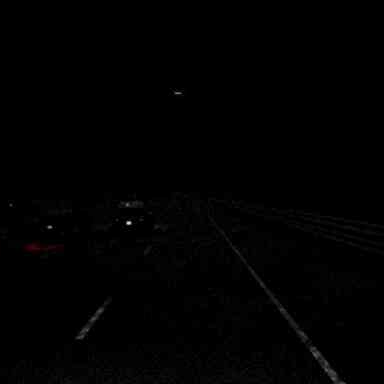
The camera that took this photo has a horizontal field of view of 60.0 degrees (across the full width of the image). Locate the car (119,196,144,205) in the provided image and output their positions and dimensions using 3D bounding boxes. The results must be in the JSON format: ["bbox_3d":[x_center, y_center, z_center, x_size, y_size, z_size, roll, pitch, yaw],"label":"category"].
[{"bbox_3d":[-6.938,1.457,38.482,2.150,2.045,5.566,0,0,0],"label":"car"}]

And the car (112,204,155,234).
[{"bbox_3d":[-3.419,1.670,19.986,1.994,1.385,4.181,0,0,0],"label":"car"}]

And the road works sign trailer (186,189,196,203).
[{"bbox_3d":[-0.083,1.023,83.730,2.380,3.560,2.880,0,0,0],"label":"road works sign trailer"}]

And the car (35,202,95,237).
[{"bbox_3d":[-6.918,1.575,18.641,1.882,1.535,5.008,0,0,0],"label":"car"}]

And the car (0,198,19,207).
[{"bbox_3d":[-24.616,1.638,45.812,2.097,1.767,4.553,0,0,0],"label":"car"}]

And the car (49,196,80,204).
[{"bbox_3d":[-17.621,1.520,47.097,2.150,2.045,5.566,0,-1,0],"label":"car"}]

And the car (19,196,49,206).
[{"bbox_3d":[-21.116,1.515,46.209,2.150,2.045,5.566,0,-1,0],"label":"car"}]
